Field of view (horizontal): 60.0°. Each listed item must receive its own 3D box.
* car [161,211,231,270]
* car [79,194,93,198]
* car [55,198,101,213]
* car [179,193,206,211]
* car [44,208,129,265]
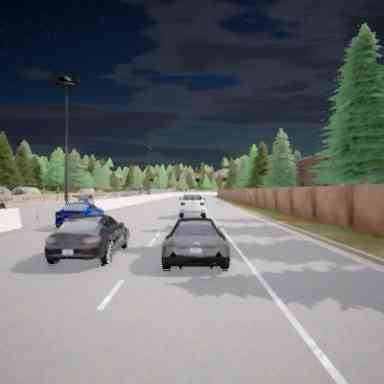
[{"bbox_3d":[0.103,1.521,10.861,1.994,1.385,4.181,0,0,0],"label":"car"},{"bbox_3d":[-20.449,1.186,64.240,1.837,1.490,4.892,0,0,1],"label":"car"},{"bbox_3d":[-6.917,1.395,20.982,1.882,1.535,5.008,0,0,0],"label":"car"},{"bbox_3d":[0.030,1.106,29.345,2.150,2.045,5.566,0,0,0],"label":"car"},{"bbox_3d":[-3.411,1.480,11.419,1.812,1.442,4.674,0,0,0],"label":"car"}]
